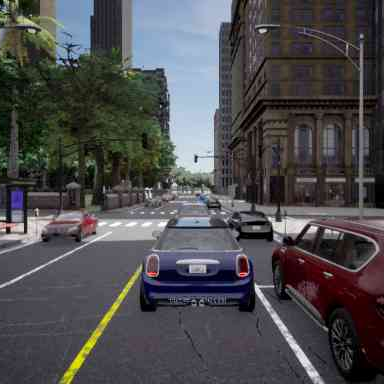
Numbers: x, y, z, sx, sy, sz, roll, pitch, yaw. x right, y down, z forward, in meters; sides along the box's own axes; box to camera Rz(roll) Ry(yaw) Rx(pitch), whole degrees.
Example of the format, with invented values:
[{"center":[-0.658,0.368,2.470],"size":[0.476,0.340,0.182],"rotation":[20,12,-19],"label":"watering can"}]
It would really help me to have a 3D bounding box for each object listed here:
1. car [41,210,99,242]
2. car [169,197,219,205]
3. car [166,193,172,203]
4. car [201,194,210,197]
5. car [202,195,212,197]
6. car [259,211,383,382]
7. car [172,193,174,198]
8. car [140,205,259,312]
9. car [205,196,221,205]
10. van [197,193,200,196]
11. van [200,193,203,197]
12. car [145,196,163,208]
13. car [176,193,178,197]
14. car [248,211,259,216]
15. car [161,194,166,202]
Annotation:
[{"center":[-5.778,1.578,16.245],"size":[1.802,1.307,4.206],"rotation":[0,0,0],"label":"car"},{"center":[0.088,1.348,17.414],"size":[2.097,1.767,4.553],"rotation":[0,0,0],"label":"car"},{"center":[-5.817,1.396,69.785],"size":[1.967,1.590,4.097],"rotation":[0,0,0],"label":"car"},{"center":[2.720,1.499,53.680],"size":[1.752,1.417,4.829],"rotation":[0,0,0],"label":"car"},{"center":[2.724,1.544,48.090],"size":[1.947,1.339,4.313],"rotation":[0,0,0],"label":"car"},{"center":[2.754,1.314,5.382],"size":[2.192,1.841,5.009],"rotation":[0,0,0],"label":"car"},{"center":[-5.822,1.264,75.205],"size":[2.192,1.841,5.009],"rotation":[0,0,0],"label":"car"},{"center":[0.097,1.351,7.880],"size":[2.097,1.767,4.553],"rotation":[0,0,0],"label":"car"},{"center":[2.728,1.548,42.670],"size":[1.947,1.339,4.313],"rotation":[0,0,0],"label":"car"},{"center":[2.700,1.282,80.612],"size":[1.690,1.788,3.998],"rotation":[0,0,0],"label":"van"},{"center":[2.715,1.309,58.931],"size":[1.690,1.788,3.998],"rotation":[0,0,0],"label":"van"},{"center":[-5.801,1.528,48.104],"size":[2.008,1.369,4.403],"rotation":[0,0,0],"label":"car"},{"center":[-5.833,1.239,91.466],"size":[2.192,1.841,5.009],"rotation":[0,0,0],"label":"car"},{"center":[2.747,1.562,16.233],"size":[1.947,1.339,4.313],"rotation":[0,0,0],"label":"car"},{"center":[-5.806,1.413,53.524],"size":[1.967,1.590,4.097],"rotation":[0,0,0],"label":"car"}]
